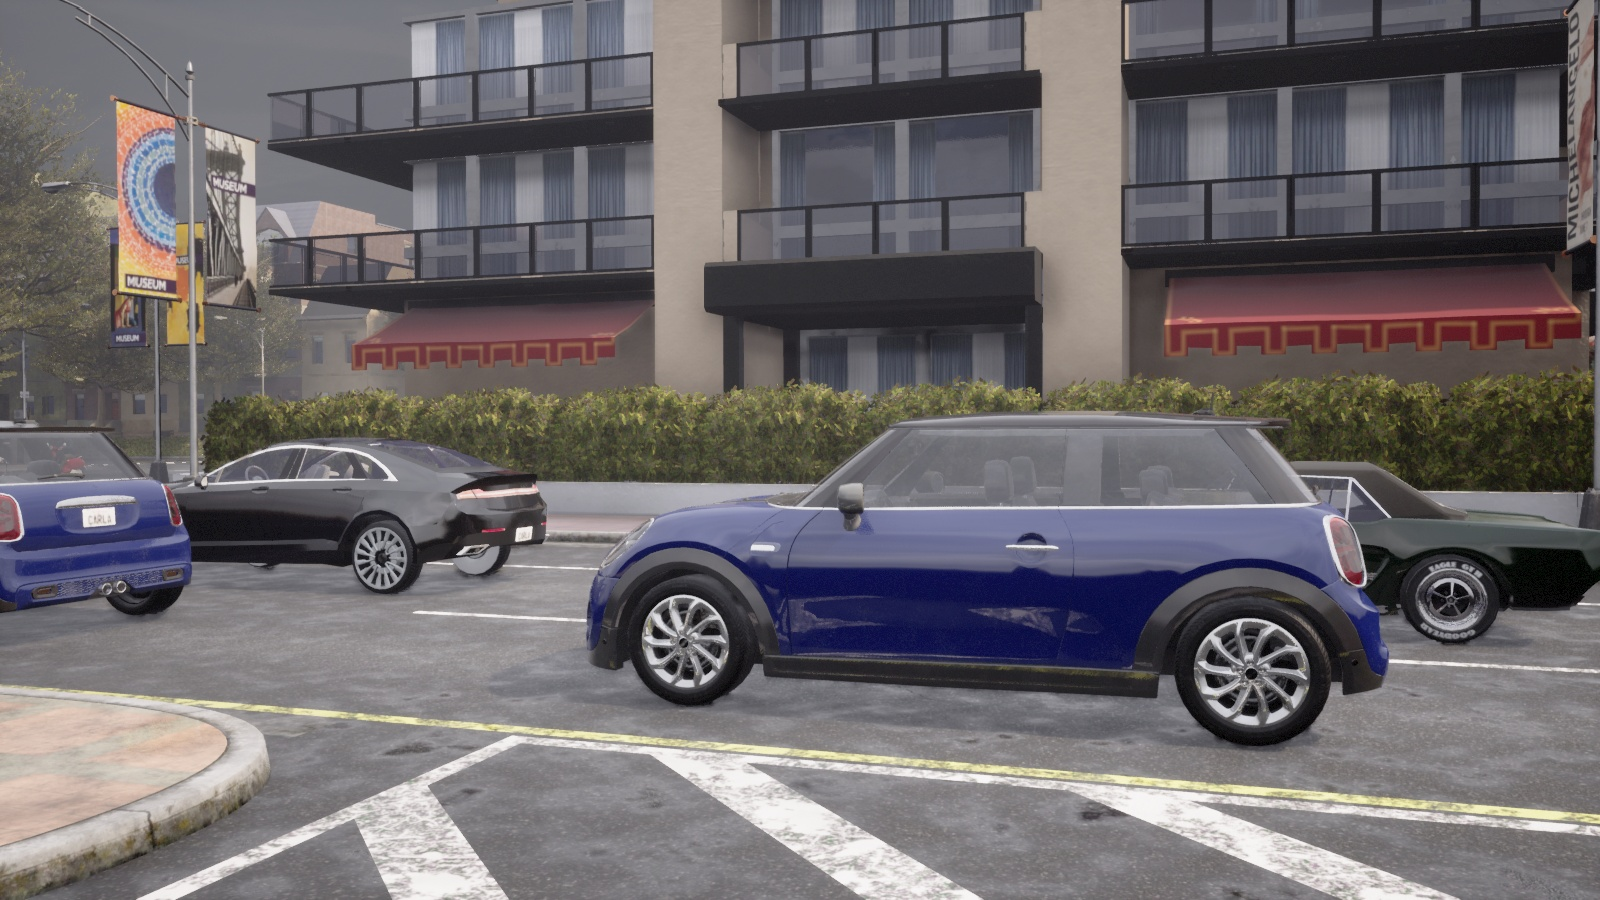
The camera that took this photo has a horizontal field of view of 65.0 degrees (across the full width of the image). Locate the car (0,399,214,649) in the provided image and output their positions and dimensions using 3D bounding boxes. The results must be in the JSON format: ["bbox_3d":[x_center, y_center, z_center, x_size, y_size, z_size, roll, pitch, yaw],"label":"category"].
[{"bbox_3d":[-7.503,0.489,10.465,4.553,1.767,2.097,1,1,19],"label":"car"}]

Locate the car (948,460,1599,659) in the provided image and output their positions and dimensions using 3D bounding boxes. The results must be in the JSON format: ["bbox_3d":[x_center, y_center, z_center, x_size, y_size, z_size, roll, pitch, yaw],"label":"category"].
[{"bbox_3d":[3.746,0.775,10.374,4.718,1.301,1.895,1,1,19],"label":"car"}]

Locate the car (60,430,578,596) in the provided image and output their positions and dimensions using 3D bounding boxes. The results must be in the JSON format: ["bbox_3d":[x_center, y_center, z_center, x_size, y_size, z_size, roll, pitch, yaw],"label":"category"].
[{"bbox_3d":[-5.065,0.550,13.338,4.902,1.511,2.128,1,1,19],"label":"car"}]

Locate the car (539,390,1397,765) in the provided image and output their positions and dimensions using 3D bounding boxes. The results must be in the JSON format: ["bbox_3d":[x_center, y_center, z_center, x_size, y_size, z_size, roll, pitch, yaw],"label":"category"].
[{"bbox_3d":[0.966,0.567,7.615,4.553,1.767,2.097,1,1,18],"label":"car"}]
